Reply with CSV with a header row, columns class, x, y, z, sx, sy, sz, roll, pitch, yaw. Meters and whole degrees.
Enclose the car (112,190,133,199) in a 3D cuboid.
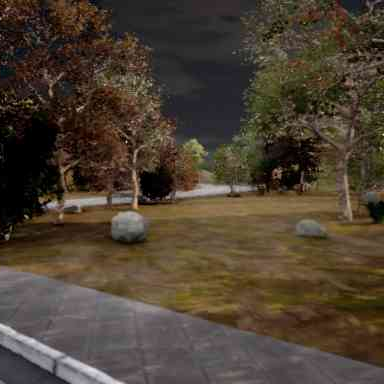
class,x,y,z,sx,sy,sz,roll,pitch,yaw
car,-13.151,0.475,63.177,2.128,1.511,4.902,0,3,39
